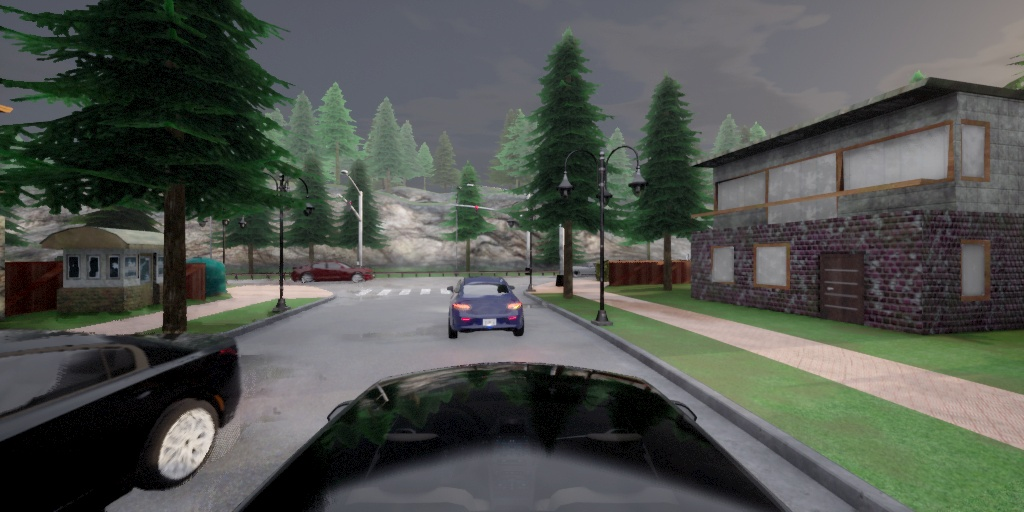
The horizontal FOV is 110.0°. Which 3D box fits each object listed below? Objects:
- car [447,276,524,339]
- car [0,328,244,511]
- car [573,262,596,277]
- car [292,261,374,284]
[{"bbox_3d":[-0.834,1.276,10.086,1.812,1.442,4.674,0,0,-9],"label":"car"},{"bbox_3d":[-3.743,1.227,1.704,1.882,1.535,5.008,0,0,-2],"label":"car"},{"bbox_3d":[6.873,1.194,32.218,4.718,1.301,1.895,0,0,-12],"label":"car"},{"bbox_3d":[-12.051,1.078,24.341,5.008,1.535,1.882,0,0,-12],"label":"car"}]
